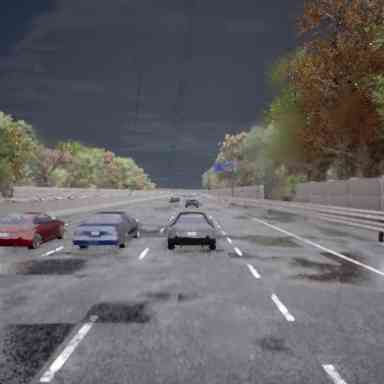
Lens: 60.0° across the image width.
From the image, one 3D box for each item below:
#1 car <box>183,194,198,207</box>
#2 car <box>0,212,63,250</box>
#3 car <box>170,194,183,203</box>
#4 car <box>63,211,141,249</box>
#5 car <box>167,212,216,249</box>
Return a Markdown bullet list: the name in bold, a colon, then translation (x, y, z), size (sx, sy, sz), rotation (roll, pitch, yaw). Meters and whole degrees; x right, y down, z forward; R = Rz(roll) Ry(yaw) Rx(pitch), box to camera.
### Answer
- **car**: translation (-0.017, 1.506, 49.845), size (1.837, 1.490, 4.892), rotation (0, 0, 0)
- **car**: translation (-7.005, 1.564, 14.401), size (1.994, 1.385, 4.181), rotation (0, 0, 0)
- **car**: translation (-3.519, 1.478, 69.798), size (1.882, 1.535, 5.008), rotation (0, 0, 0)
- **car**: translation (-3.507, 1.547, 14.532), size (2.033, 1.411, 5.357), rotation (0, 0, 0)
- **car**: translation (-0.006, 1.564, 14.677), size (1.994, 1.385, 4.181), rotation (0, 0, 0)
